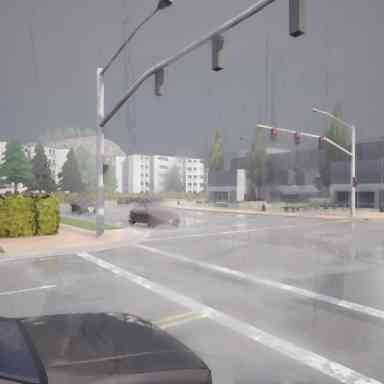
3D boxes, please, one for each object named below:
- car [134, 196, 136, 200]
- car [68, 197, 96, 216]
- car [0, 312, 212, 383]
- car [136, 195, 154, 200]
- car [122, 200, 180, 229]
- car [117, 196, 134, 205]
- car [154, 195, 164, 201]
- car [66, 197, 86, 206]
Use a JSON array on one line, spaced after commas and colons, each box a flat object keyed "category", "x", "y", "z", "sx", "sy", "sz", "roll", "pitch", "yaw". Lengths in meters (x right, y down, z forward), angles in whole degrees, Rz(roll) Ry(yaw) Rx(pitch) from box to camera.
[{"category": "car", "x": -11.381, "y": 1.477, "z": 68.885, "sx": 1.882, "sy": 1.535, "sz": 5.008, "roll": 0, "pitch": 0, "yaw": 14}, {"category": "car", "x": -10.789, "y": 1.492, "z": 33.311, "sx": 2.128, "sy": 1.511, "sz": 4.902, "roll": 0, "pitch": 0, "yaw": -33}, {"category": "car", "x": -2.361, "y": 1.547, "z": 2.080, "sx": 5.357, "sy": 1.411, "sz": 2.033, "roll": 0, "pitch": 0, "yaw": -35}, {"category": "car", "x": -8.632, "y": 1.505, "z": 61.169, "sx": 1.837, "sy": 1.490, "sz": 4.892, "roll": 0, "pitch": 0, "yaw": -1}, {"category": "car", "x": -2.647, "y": 1.526, "z": 22.114, "sx": 1.812, "sy": 1.442, "sz": 4.674, "roll": 0, "pitch": 0, "yaw": -36}, {"category": "car", "x": -12.061, "y": 1.492, "z": 58.853, "sx": 2.128, "sy": 1.511, "sz": 4.902, "roll": 0, "pitch": 0, "yaw": -4}, {"category": "car", "x": -7.538, "y": 1.354, "z": 70.934, "sx": 2.097, "sy": 1.767, "sz": 4.553, "roll": 0, "pitch": 0, "yaw": 17}, {"category": "car", "x": -18.992, "y": 1.548, "z": 54.864, "sx": 2.033, "sy": 1.411, "sz": 5.357, "roll": 0, "pitch": 0, "yaw": -7}]
